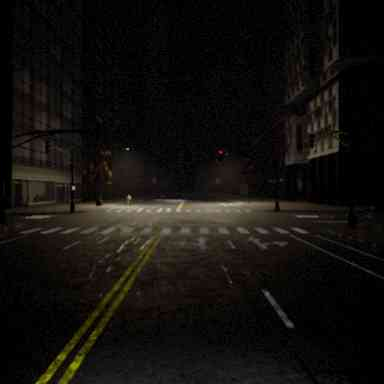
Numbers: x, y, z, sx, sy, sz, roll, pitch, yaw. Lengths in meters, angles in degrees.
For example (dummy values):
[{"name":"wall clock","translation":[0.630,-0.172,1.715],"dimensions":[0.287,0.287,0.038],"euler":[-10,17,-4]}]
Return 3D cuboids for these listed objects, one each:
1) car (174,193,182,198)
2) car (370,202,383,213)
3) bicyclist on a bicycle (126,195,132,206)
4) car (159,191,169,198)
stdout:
[{"name":"car","translation":[-3.271,0.775,77.721],"dimensions":[1.895,1.301,4.718],"euler":[0,0,0]},{"name":"car","translation":[19.118,1.320,31.288],"dimensions":[4.403,1.369,2.008],"euler":[0,0,0]},{"name":"bicyclist on a bicycle","translation":[-8.716,1.164,45.917],"dimensions":[0.866,1.612,1.509],"euler":[0,0,0]},{"name":"car","translation":[-6.521,0.535,77.778],"dimensions":[2.097,1.767,4.553],"euler":[0,0,0]}]
